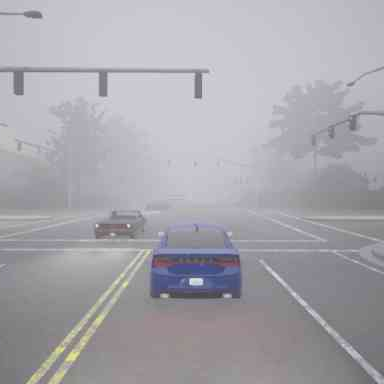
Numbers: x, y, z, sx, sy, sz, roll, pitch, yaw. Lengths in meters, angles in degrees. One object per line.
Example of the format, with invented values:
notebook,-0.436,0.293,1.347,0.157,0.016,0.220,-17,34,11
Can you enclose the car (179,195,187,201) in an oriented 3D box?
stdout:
car,-2.380,1.503,86.808,1.812,1.442,4.674,0,0,0

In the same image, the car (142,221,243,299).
car,0.086,1.476,8.515,1.882,1.535,5.008,0,0,0

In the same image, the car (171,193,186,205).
car,-2.710,1.211,57.973,2.150,2.045,5.566,0,0,1

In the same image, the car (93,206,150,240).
car,-3.549,1.597,17.116,1.895,1.301,4.718,0,0,1

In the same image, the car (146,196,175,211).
car,-3.973,1.556,39.634,1.994,1.385,4.181,0,0,17
